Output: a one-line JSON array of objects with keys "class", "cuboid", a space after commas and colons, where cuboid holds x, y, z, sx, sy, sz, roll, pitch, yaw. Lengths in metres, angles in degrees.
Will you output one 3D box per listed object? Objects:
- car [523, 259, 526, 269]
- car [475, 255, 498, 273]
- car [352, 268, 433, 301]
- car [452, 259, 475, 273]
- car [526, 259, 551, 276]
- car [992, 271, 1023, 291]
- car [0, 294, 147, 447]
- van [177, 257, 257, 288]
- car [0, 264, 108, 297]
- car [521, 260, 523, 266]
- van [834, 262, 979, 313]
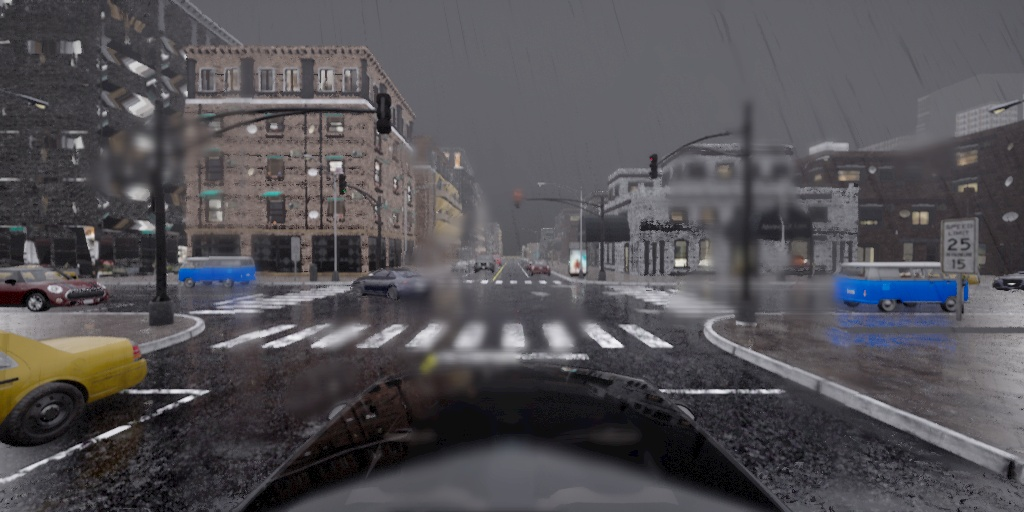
[{"class": "car", "cuboid": [2.681, 1.234, 46.649, 1.802, 1.307, 4.207, 0, 0, 0]}, {"class": "car", "cuboid": [-3.107, 0.882, 41.352, 2.150, 2.045, 5.566, 0, 0, -1]}, {"class": "car", "cuboid": [-5.766, 1.270, 17.143, 4.181, 1.385, 1.994, 1, 0, 35]}, {"class": "car", "cuboid": [-5.698, 1.212, 40.938, 2.007, 1.370, 4.403, 0, 0, 0]}, {"class": "car", "cuboid": [2.684, 1.111, 35.255, 1.967, 1.591, 4.097, 0, 0, 0]}, {"class": "car", "cuboid": [29.078, 1.331, 19.447, 4.181, 1.385, 1.994, 0, 1, 0]}, {"class": "car", "cuboid": [-5.692, 1.272, 2.617, 1.751, 1.417, 4.829, 0, 0, 0]}, {"class": "van", "cuboid": [-17.769, 0.980, 21.690, 3.998, 1.789, 1.690, 0, 0, 0]}, {"class": "car", "cuboid": [-17.725, 1.161, 13.310, 4.097, 1.591, 1.967, 0, 0, 0]}, {"class": "car", "cuboid": [2.681, 1.194, 52.346, 2.007, 1.370, 4.403, 0, 0, 0]}, {"class": "van", "cuboid": [14.653, 1.126, 13.556, 3.998, 1.789, 1.690, 0, 0, 0]}]
